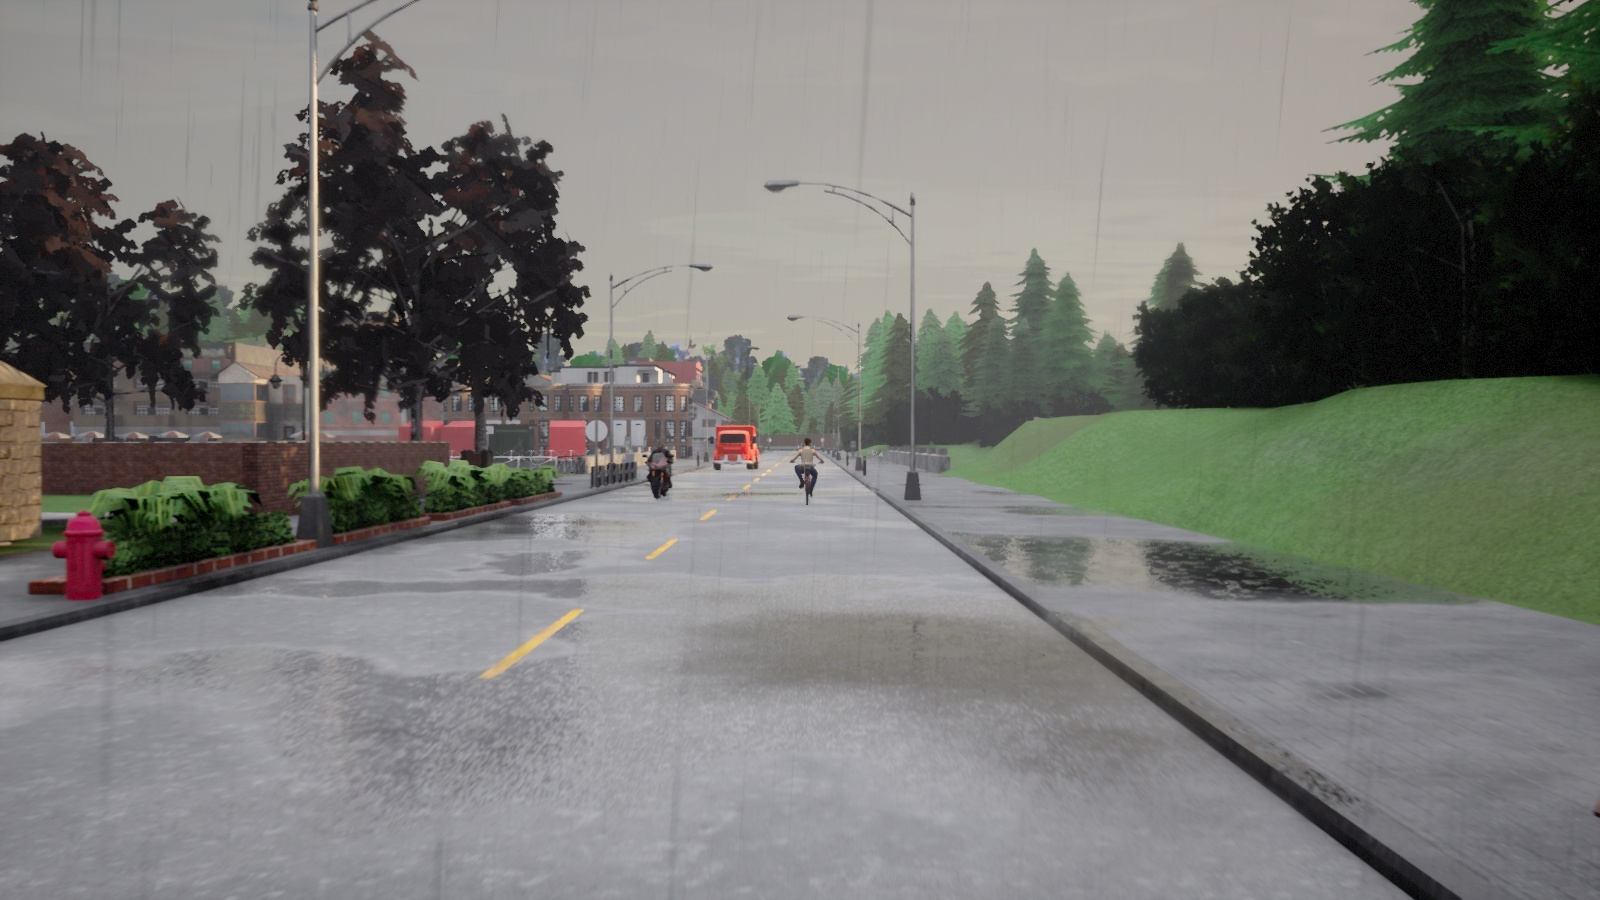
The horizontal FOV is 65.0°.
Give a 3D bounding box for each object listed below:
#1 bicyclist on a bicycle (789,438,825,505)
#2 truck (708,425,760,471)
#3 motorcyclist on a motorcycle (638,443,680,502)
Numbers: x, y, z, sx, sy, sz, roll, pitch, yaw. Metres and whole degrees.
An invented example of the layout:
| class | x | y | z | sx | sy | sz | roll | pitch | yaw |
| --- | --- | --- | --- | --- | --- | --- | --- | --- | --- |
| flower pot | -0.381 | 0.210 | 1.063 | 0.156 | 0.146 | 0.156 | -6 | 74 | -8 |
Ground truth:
| class | x | y | z | sx | sy | sz | roll | pitch | yaw |
| --- | --- | --- | --- | --- | --- | --- | --- | --- | --- |
| bicyclist on a bicycle | 0.175 | 0.510 | 30.753 | 0.866 | 1.612 | 1.509 | 0 | 0 | 0 |
| truck | -3.622 | -0.146 | 69.816 | 2.627 | 2.467 | 5.204 | 0 | 1 | 0 |
| motorcyclist on a motorcycle | -3.808 | 0.586 | 34.074 | 0.866 | 1.530 | 2.191 | 0 | 0 | 0 |
